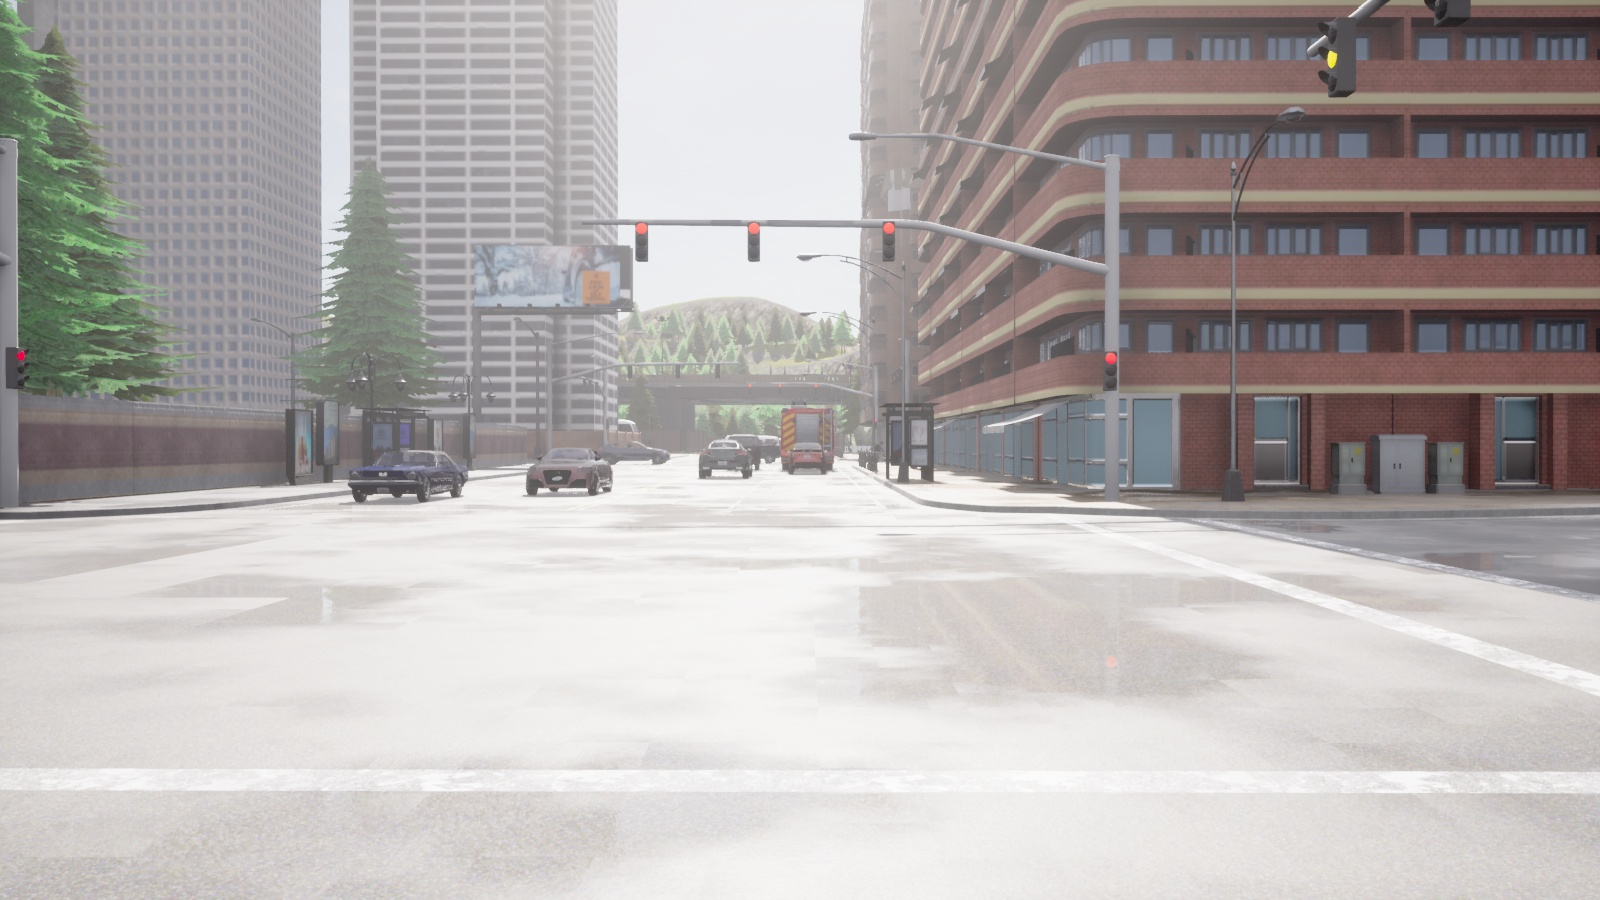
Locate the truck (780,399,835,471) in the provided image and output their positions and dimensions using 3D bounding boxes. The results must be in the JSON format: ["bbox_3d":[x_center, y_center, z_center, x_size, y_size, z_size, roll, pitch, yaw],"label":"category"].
[{"bbox_3d":[0.412,-0.817,70.674,2.891,3.827,8.468,0,0,0],"label":"truck"}]

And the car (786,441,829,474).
[{"bbox_3d":[0.355,0.351,60.665,2.007,1.525,4.514,0,0,0],"label":"car"}]

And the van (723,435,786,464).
[{"bbox_3d":[-3.234,-0.040,89.916,4.480,2.038,2.069,0,0,1],"label":"van"}]

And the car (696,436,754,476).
[{"bbox_3d":[-3.181,0.216,54.241,2.152,1.651,5.027,0,0,0],"label":"car"}]

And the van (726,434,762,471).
[{"bbox_3d":[-3.095,0.104,69.619,1.775,1.987,4.442,0,0,0],"label":"van"}]

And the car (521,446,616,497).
[{"bbox_3d":[-6.770,0.595,37.184,1.994,1.385,4.181,0,0,1],"label":"car"}]

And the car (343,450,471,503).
[{"bbox_3d":[-10.299,0.651,33.270,1.895,1.301,4.718,0,0,0],"label":"car"}]

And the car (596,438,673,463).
[{"bbox_3d":[-11.359,0.028,86.506,5.027,1.651,2.152,0,0,1],"label":"car"}]

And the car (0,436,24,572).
[{"bbox_3d":[-11.362,0.604,13.348,4.902,1.511,2.128,0,0,0],"label":"car"}]
